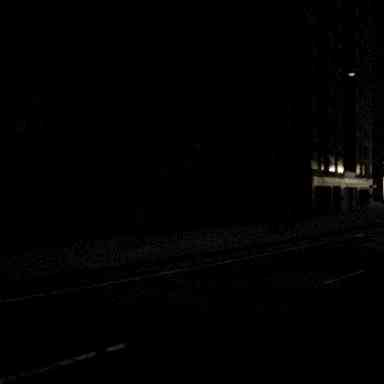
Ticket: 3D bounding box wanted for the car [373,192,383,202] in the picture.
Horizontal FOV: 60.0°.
[{"bbox_3d":[41.939,1.191,72.085,2.150,2.045,5.566,0,0,11],"label":"car"}]
